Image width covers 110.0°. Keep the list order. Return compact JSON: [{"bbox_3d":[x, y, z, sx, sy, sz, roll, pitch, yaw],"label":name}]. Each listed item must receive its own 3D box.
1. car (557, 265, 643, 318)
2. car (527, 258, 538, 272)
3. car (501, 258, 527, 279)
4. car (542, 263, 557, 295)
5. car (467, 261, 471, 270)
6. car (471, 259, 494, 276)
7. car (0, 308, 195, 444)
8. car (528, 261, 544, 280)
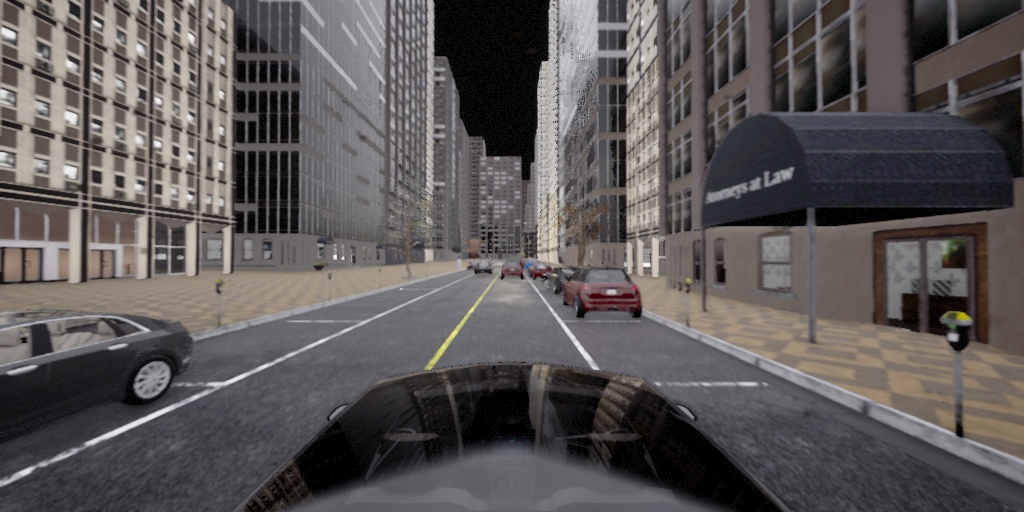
[{"bbox_3d":[3.109,1.138,13.313,2.097,1.767,4.553,0,0,0],"label":"car"},{"bbox_3d":[2.677,1.295,37.525,1.967,1.591,4.097,0,0,0],"label":"car"},{"bbox_3d":[0.037,1.198,34.006,2.097,1.767,4.553,0,0,0],"label":"car"},{"bbox_3d":[3.087,1.312,20.462,1.837,1.490,4.892,0,0,-2],"label":"car"},{"bbox_3d":[-5.710,1.341,54.417,1.967,1.591,4.097,0,0,0],"label":"car"},{"bbox_3d":[-3.100,1.340,40.154,1.882,1.535,5.008,0,0,0],"label":"car"},{"bbox_3d":[-5.690,1.307,3.631,2.007,1.370,4.403,0,0,0],"label":"car"},{"bbox_3d":[2.679,1.384,31.883,1.888,1.381,4.507,0,0,0],"label":"car"}]
